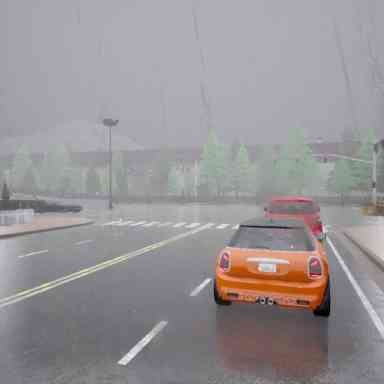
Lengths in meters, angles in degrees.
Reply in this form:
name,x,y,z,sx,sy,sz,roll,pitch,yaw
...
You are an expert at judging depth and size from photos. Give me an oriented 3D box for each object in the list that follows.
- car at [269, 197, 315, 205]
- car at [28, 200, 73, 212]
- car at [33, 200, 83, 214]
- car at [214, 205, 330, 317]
name,x,y,z,sx,sy,sz,roll,pitch,yaw
car,4.220,1.221,14.123,2.150,2.045,5.566,0,0,16
car,-16.624,1.592,39.136,4.718,1.301,1.895,0,0,16
car,-13.791,1.601,34.607,4.718,1.301,1.895,0,0,18
car,2.025,1.352,7.855,2.097,1.767,4.553,0,0,19
